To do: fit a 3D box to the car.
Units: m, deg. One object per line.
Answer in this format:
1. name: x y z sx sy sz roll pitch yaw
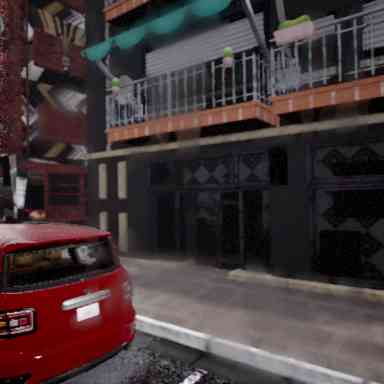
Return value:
1. car: -3.043 1.375 4.904 5.009 1.841 2.192 -1 -1 35
